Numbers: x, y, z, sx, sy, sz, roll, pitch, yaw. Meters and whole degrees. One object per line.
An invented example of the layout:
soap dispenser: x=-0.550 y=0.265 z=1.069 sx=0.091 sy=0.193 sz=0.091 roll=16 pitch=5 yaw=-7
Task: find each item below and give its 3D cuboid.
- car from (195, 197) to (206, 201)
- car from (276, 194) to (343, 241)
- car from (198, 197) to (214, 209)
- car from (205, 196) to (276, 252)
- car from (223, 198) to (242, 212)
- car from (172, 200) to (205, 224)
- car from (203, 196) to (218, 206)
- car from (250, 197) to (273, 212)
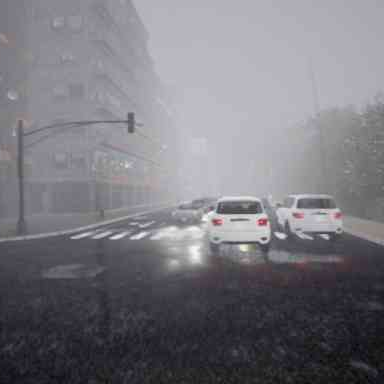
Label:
car: x=0.721 y=1.468 z=33.791 sx=1.812 sy=1.442 sz=4.674 roll=-1 pitch=0 yaw=7
car: x=5.451 y=1.127 z=16.137 sx=2.150 sy=2.045 sz=5.566 roll=-1 pitch=0 yaw=6
car: x=1.932 y=1.421 z=44.014 sx=1.837 sy=1.490 sz=4.892 roll=-1 pitch=0 yaw=6
car: x=1.924 y=1.183 z=13.914 sx=2.150 sy=2.045 sz=5.566 roll=-1 pitch=0 yaw=6
car: x=4.661 y=1.436 z=38.276 sx=2.033 sy=1.411 sz=5.357 roll=-1 pitch=0 yaw=6
car: x=-0.291 y=1.566 z=24.930 sx=1.895 sy=1.301 sz=4.718 roll=-1 pitch=0 yaw=7
car: x=3.081 y=1.439 z=54.275 sx=2.033 sy=1.411 sz=5.357 roll=-1 pitch=0 yaw=6
car: x=7.930 y=1.396 z=38.251 sx=2.033 sy=1.411 sz=5.357 roll=-1 pitch=0 yaw=6
